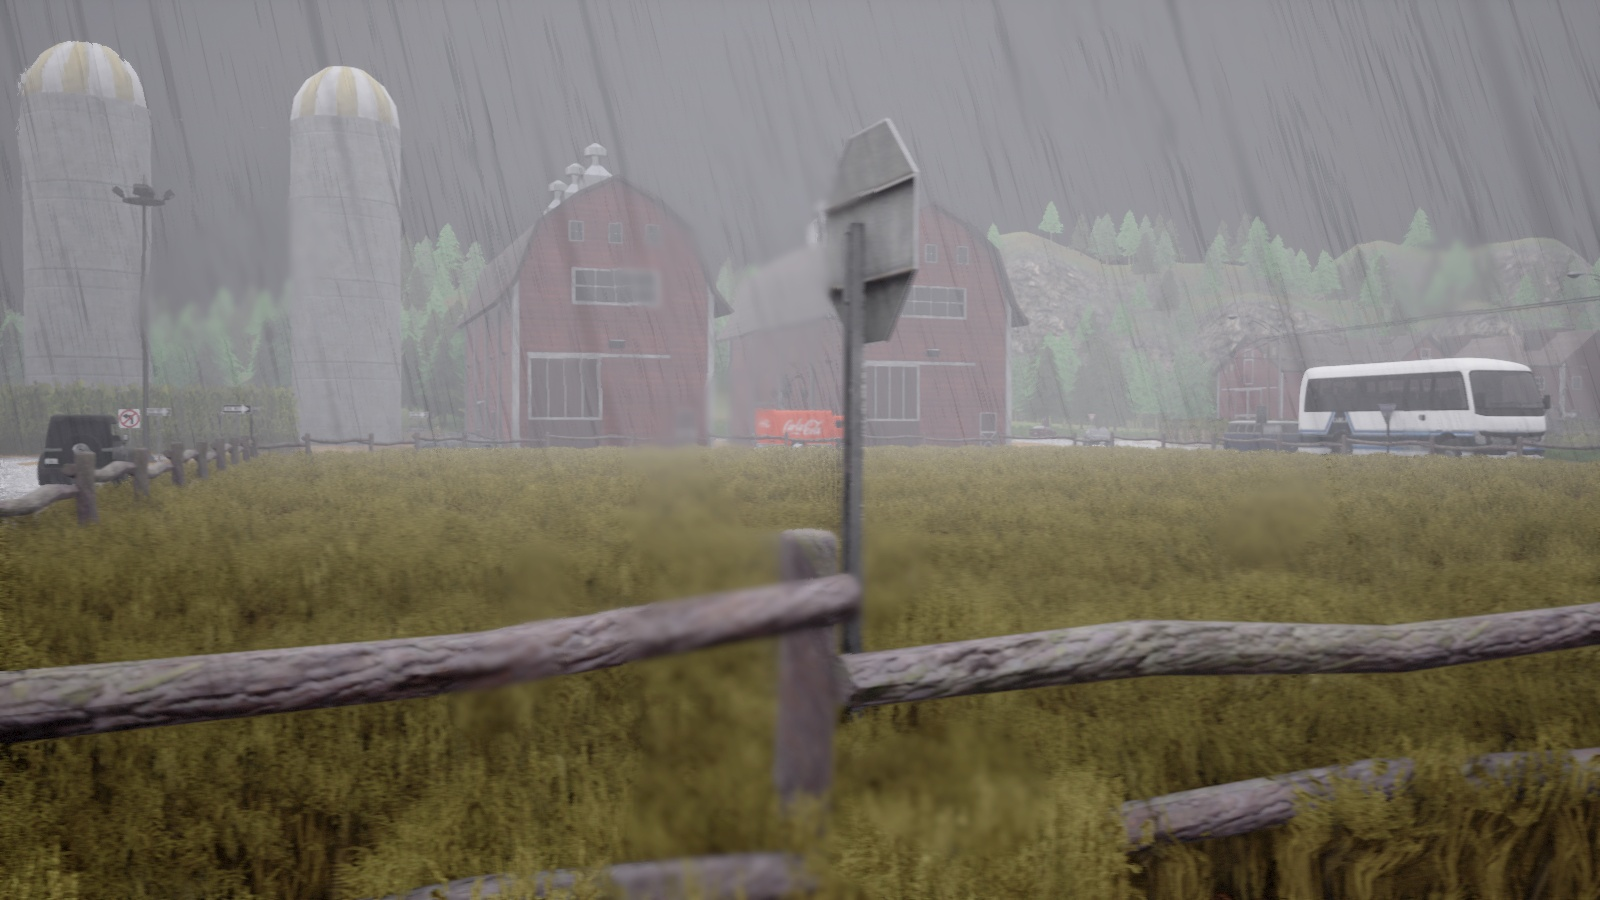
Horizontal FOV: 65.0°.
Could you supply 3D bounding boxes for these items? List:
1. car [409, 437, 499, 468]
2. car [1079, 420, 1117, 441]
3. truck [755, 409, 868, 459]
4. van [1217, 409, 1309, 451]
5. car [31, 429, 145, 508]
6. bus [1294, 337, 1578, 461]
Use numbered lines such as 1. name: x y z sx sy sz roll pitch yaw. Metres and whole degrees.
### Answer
1. car: -17.039 0.112 61.788 4.181 1.385 1.994 -1 1 -17
2. car: 22.423 -1.455 94.608 2.163 1.488 4.792 -1 1 6
3. truck: 0.599 -0.852 65.536 5.204 2.467 2.627 -2 1 -24
4. van: 23.027 -0.987 62.654 1.775 1.987 4.442 -2 1 -21
5. car: -18.217 0.426 32.301 1.905 1.878 3.866 -2 1 -21
6. bus: 24.198 -1.870 48.771 3.944 4.253 10.273 -1 1 -15
